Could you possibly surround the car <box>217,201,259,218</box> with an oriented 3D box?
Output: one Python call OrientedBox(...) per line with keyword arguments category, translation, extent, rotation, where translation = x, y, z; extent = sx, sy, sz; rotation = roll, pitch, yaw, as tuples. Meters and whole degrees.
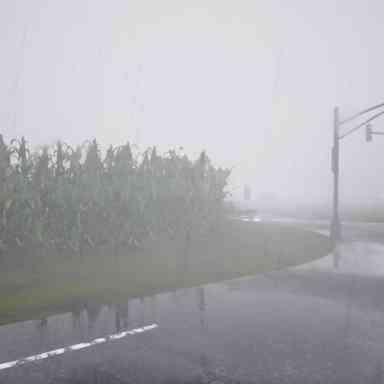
OrientedBox(category="car", translation=(3.781, 1.507, 30.462), extent=(2.033, 1.411, 5.357), rotation=(1, 0, -27))
